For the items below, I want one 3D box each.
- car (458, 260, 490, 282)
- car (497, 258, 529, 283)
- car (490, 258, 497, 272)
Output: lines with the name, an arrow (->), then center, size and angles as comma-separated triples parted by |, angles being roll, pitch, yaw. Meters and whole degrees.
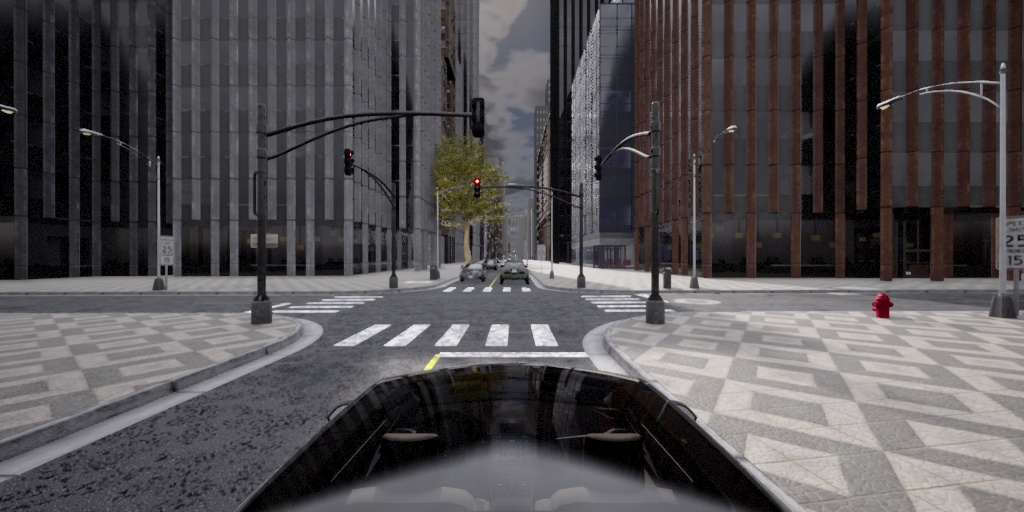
car -> -3.011, 1.278, 28.664 | 1.812, 1.442, 4.674 | 0, 0, 0
car -> 0.186, 1.104, 27.852 | 2.097, 1.767, 4.553 | 0, 0, 0
car -> -2.937, 1.230, 47.671 | 1.882, 1.535, 5.008 | 0, 0, 0
